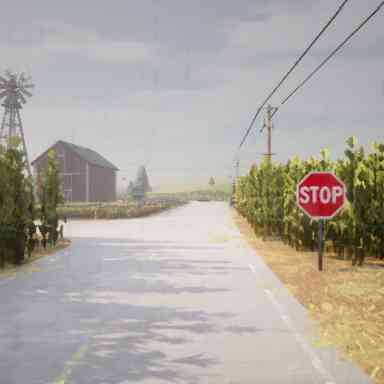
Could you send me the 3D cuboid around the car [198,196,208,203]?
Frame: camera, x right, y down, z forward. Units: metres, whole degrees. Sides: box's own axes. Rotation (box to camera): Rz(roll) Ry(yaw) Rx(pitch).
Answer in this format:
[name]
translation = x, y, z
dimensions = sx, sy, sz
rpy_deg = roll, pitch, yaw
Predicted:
[car]
translation = 2.311, 1.550, 69.072
dimensions = 1.994, 1.385, 4.181
rpy_deg = 0, 0, 6
